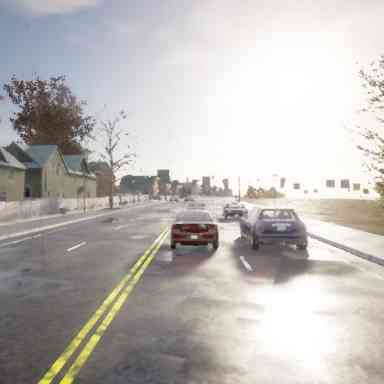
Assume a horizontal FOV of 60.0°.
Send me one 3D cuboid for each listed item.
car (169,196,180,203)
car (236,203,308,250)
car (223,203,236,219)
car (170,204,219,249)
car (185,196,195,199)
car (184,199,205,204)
[{"bbox_3d":[-3.702,1.525,71.259,2.128,1.511,4.902,0,0,4],"label":"car"},{"bbox_3d":[3.372,1.372,14.516,2.097,1.767,4.553,0,0,1],"label":"car"},{"bbox_3d":[3.740,1.637,29.494,1.895,1.301,4.718,0,0,2],"label":"car"},{"bbox_3d":[0.123,1.492,14.599,1.882,1.535,5.008,0,0,1],"label":"car"},{"bbox_3d":[-0.463,1.548,70.993,1.994,1.385,4.181,0,0,4],"label":"car"},{"bbox_3d":[0.491,1.586,29.571,2.033,1.411,5.357,0,0,2],"label":"car"}]
